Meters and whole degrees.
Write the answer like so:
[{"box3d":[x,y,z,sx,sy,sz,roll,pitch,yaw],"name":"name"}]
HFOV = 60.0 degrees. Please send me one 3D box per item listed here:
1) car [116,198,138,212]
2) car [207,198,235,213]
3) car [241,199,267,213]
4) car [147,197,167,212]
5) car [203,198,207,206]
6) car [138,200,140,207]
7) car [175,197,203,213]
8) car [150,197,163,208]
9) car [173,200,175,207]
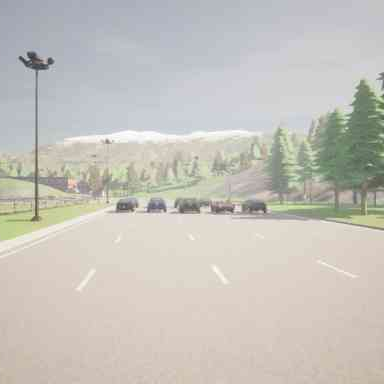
[{"box3d":[-7.555,1.478,38.161,1.882,1.535,5.008,0,0,-6],"name":"car"},{"box3d":[3.213,1.601,36.238,1.895,1.301,4.718,0,0,-6],"name":"car"},{"box3d":[6.714,1.506,36.408,1.837,1.490,4.892,0,0,-6],"name":"car"},{"box3d":[-4.021,1.352,38.004,2.097,1.767,4.553,0,0,-7],"name":"car"},{"box3d":[1.893,1.547,48.460,2.033,1.411,5.357,0,0,-6],"name":"car"},{"box3d":[-8.552,1.526,47.367,1.812,1.442,4.674,0,0,-6],"name":"car"},{"box3d":[-0.376,1.355,36.873,2.097,1.767,4.553,0,0,-6],"name":"car"},{"box3d":[-5.095,1.526,47.883,1.812,1.442,4.674,0,0,-7],"name":"car"},{"box3d":[-1.605,1.505,48.243,1.837,1.490,4.892,0,0,-6],"name":"car"}]
